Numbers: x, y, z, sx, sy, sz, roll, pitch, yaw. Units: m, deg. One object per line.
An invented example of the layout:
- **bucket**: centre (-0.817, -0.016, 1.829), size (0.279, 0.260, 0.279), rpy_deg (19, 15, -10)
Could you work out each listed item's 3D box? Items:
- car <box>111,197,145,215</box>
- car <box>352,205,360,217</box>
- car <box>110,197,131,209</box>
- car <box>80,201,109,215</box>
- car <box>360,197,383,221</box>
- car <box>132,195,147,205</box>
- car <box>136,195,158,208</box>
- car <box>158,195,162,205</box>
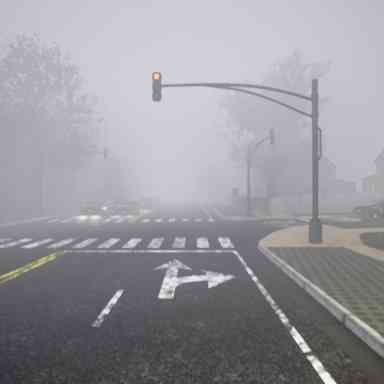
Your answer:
- **car**: centre (-6.580, 1.560, 34.399), size (2.033, 1.411, 5.357), rpy_deg (0, 0, 0)
- **car**: centre (13.173, 1.031, 22.544), size (4.181, 1.385, 1.994), rpy_deg (-2, -1, -6)
- **car**: centre (-9.818, 1.528, 46.077), size (1.837, 1.490, 4.892), rpy_deg (0, 0, 0)
- **car**: centre (-9.830, 1.576, 33.708), size (1.994, 1.385, 4.181), rpy_deg (0, 0, 0)
- **car**: centre (12.867, 1.048, 19.558), size (4.718, 1.301, 1.895), rpy_deg (-2, -1, -6)
- **car**: centre (-9.771, 1.393, 61.998), size (2.097, 1.767, 4.553), rpy_deg (0, 0, 0)
- **car**: centre (-6.567, 1.516, 47.351), size (2.128, 1.511, 4.902), rpy_deg (0, 0, 0)
- **car**: centre (-6.540, 1.391, 59.528), size (2.097, 1.767, 4.553), rpy_deg (0, 0, 0)
